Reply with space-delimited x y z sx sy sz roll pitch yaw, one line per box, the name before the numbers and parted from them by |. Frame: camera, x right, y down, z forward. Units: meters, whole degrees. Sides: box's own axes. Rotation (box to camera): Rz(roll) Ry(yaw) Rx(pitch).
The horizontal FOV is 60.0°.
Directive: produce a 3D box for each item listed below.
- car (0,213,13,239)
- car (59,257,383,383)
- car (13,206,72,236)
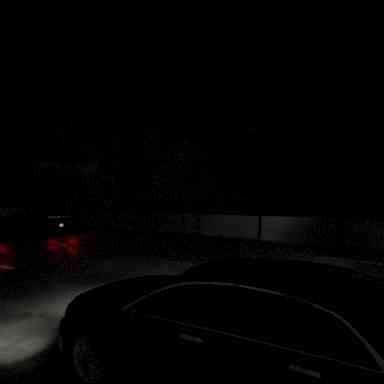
car | -10.906 1.549 16.066 4.892 1.490 1.837 0 0 35
car | 0.538 1.503 3.608 4.892 1.490 1.837 0 0 35
car | -8.840 1.536 18.892 4.902 1.511 2.128 0 0 35
